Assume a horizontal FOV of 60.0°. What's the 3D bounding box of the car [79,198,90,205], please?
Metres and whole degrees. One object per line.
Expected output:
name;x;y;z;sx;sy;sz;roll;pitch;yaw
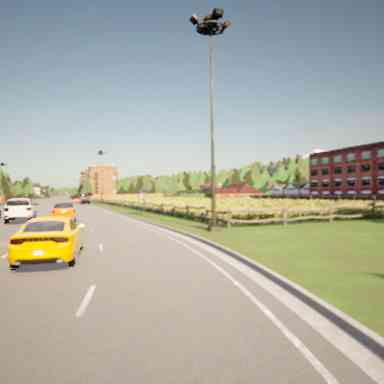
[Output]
car;-25.136;2.245;78.647;1.882;1.535;5.008;-1;0;-21

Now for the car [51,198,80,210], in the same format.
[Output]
car;-11.291;1.670;29.343;2.097;1.767;4.553;-1;0;-21

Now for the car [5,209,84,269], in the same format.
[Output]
car;-5.009;1.614;11.943;1.882;1.535;5.008;-1;0;-14

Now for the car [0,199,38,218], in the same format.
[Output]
car;-15.168;1.606;29.702;2.150;2.045;5.566;-1;0;-21
